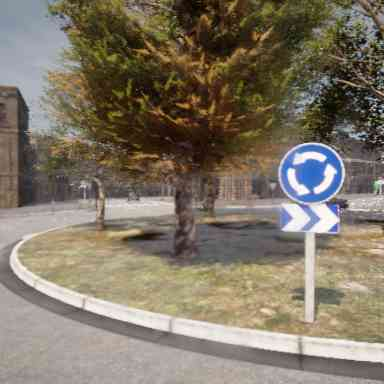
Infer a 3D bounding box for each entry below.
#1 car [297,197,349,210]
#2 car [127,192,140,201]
[{"bbox_3d":[11.570,0.993,30.330,4.892,1.490,1.837,1,-1,29],"label":"car"},{"bbox_3d":[-9.287,0.696,53.064,2.128,1.511,4.902,0,0,-10],"label":"car"}]
